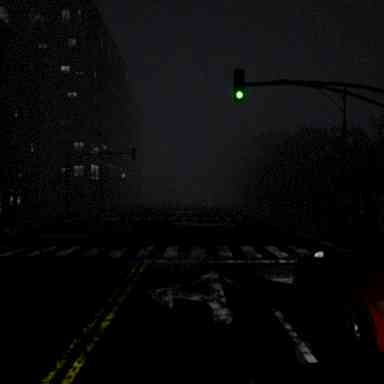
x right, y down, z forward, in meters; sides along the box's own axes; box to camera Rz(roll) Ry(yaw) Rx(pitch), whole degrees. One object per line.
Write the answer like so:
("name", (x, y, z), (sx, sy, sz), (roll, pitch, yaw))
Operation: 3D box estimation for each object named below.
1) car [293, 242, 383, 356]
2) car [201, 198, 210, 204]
("car", (3.350, 1.607, 6.118), (1.994, 1.385, 4.181), (0, 0, 0))
("car", (3.247, 2.096, 78.146), (2.128, 1.511, 4.902), (0, 0, 0))
